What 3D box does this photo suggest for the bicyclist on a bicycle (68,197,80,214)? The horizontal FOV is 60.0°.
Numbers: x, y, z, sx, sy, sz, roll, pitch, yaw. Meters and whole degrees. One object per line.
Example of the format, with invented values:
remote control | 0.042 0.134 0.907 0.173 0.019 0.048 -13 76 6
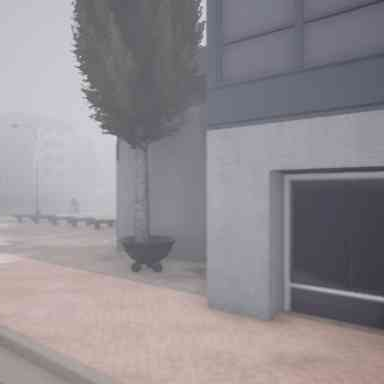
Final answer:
bicyclist on a bicycle | -11.113 1.292 31.307 1.656 1.620 0.582 0 0 33
